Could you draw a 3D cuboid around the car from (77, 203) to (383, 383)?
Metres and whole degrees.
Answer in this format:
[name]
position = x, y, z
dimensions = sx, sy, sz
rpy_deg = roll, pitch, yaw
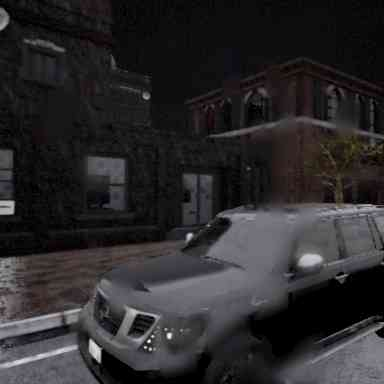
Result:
[car]
position = 1.287, 1.223, 4.909
dimensions = 5.566, 2.045, 2.150
rpy_deg = 0, 0, -35
